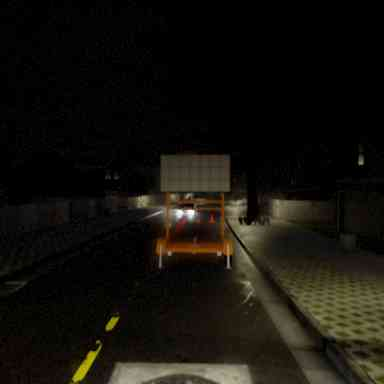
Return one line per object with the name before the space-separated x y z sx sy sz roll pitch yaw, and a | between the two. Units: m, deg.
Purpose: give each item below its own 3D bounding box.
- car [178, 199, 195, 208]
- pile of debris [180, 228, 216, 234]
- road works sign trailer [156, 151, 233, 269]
car | -0.641 1.506 42.384 1.895 1.301 4.718 0 0 6
pile of debris | 0.349 2.133 18.097 1.860 0.140 1.500 0 0 2
road works sign trailer | 0.114 0.443 11.124 2.380 3.560 2.880 0 0 2
